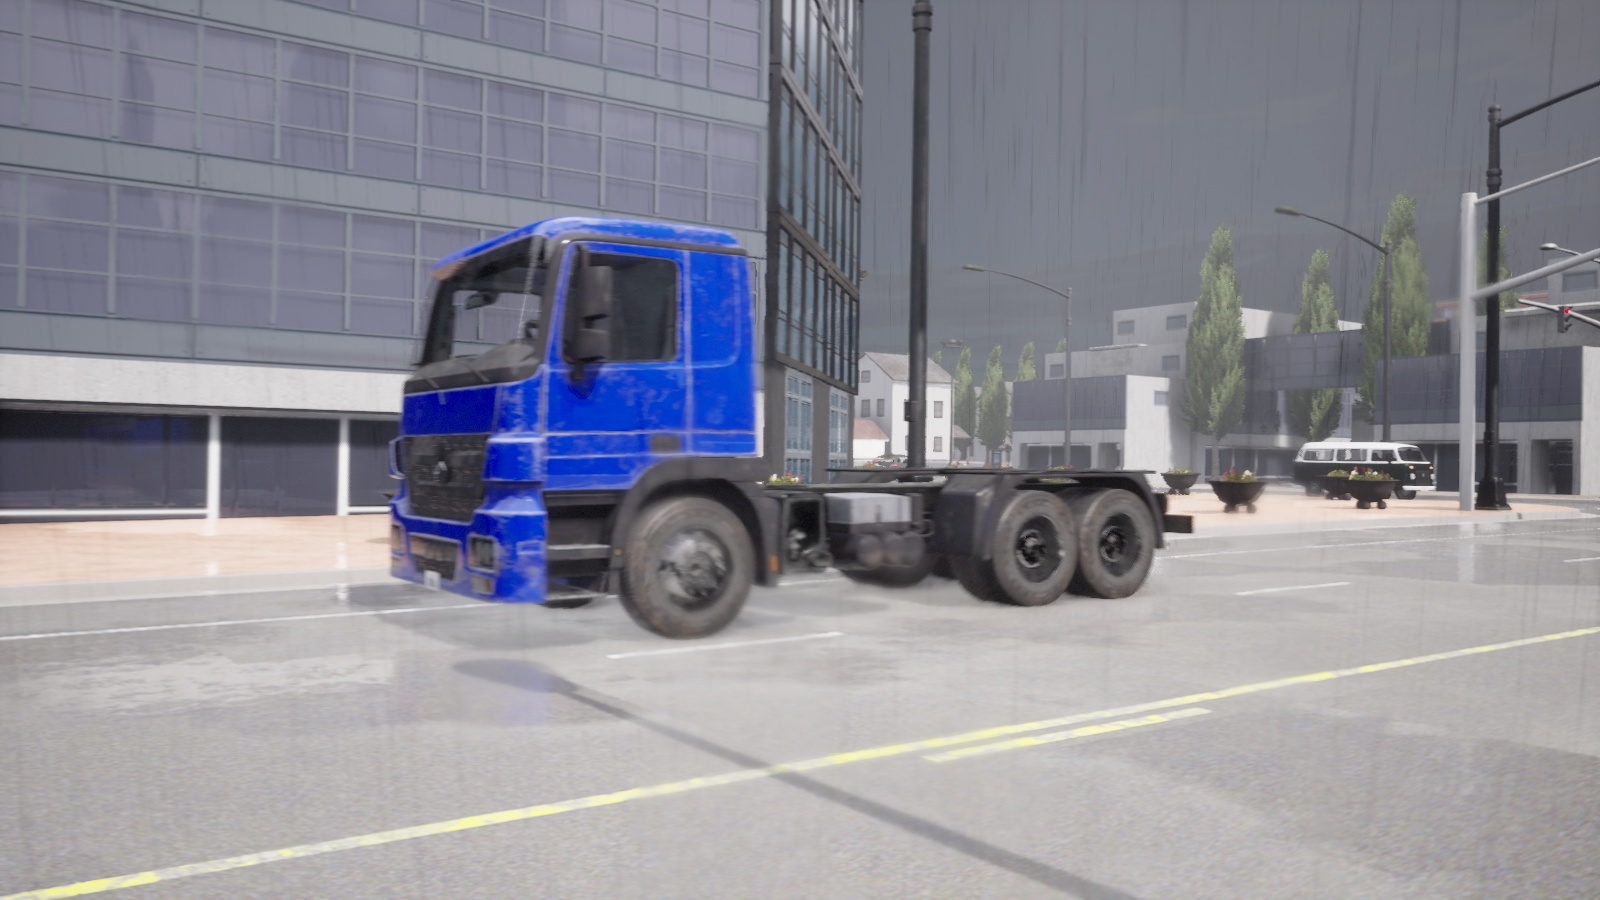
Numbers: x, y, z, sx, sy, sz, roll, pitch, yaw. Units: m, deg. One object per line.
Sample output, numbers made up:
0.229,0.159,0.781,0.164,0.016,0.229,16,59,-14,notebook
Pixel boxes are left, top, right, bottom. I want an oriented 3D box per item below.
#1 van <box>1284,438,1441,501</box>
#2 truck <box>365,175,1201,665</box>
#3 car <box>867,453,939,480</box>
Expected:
19.285,0.654,43.218,2.069,2.038,4.480,1,-1,-34,van
0.191,-0.206,12.324,7.936,3.462,2.891,0,0,-35,truck
6.548,1.043,79.570,2.242,1.667,4.611,0,-1,41,car
